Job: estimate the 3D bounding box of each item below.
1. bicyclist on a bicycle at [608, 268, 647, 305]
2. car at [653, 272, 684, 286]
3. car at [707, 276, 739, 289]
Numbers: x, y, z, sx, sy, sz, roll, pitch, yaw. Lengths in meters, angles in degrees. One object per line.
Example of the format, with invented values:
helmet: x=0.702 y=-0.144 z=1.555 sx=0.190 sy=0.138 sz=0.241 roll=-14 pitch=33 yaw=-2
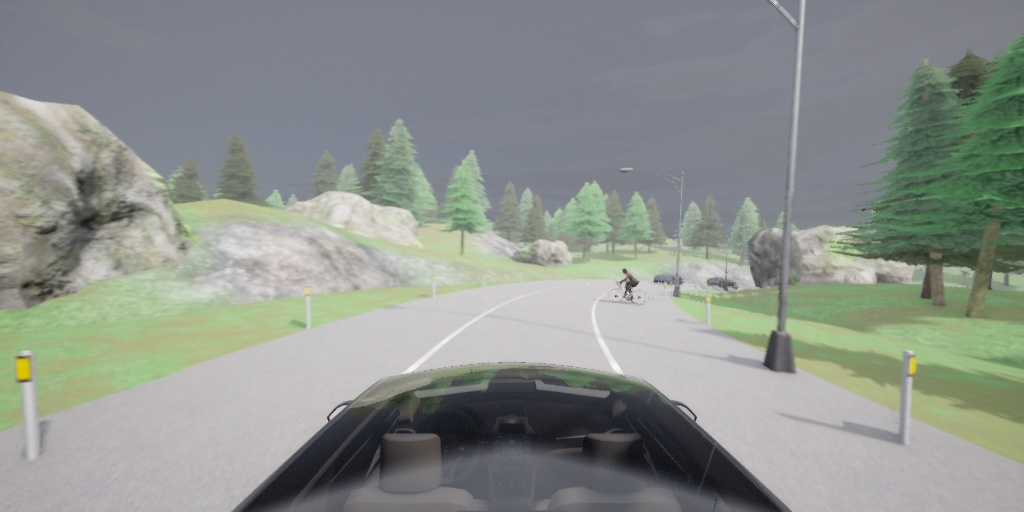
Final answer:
bicyclist on a bicycle: x=5.152 y=1.367 z=16.003 sx=1.656 sy=1.620 sz=0.582 roll=2 pitch=0 yaw=17
car: x=17.962 y=2.585 z=41.019 sx=4.181 sy=1.385 sz=1.994 roll=5 pitch=0 yaw=-41
car: x=28.357 y=3.534 z=48.143 sx=4.902 sy=1.511 sz=2.128 roll=6 pitch=0 yaw=-27
